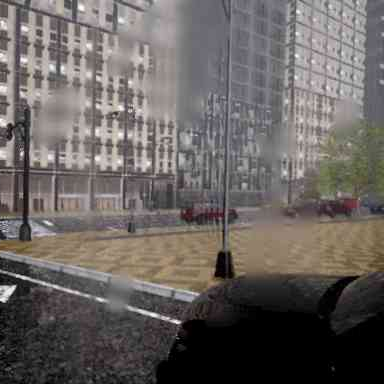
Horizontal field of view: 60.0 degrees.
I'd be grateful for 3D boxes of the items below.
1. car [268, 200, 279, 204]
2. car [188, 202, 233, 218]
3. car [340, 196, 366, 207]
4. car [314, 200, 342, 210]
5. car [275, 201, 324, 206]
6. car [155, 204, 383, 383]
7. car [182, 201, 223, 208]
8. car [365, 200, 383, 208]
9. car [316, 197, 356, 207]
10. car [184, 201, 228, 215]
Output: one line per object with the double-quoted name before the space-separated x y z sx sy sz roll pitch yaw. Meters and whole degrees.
"car" 10.792 1.762 42.877 4.829 1.417 1.752 1 1 -34
"car" 1.908 1.762 33.804 4.181 1.385 1.994 1 1 -34
"car" 21.722 1.632 47.257 5.566 2.045 2.150 1 1 -34
"car" 20.283 1.918 49.384 4.206 1.307 1.802 1 1 -34
"car" 10.707 1.952 33.270 4.507 1.381 1.887 1 1 -34
"car" 2.341 1.224 2.018 5.566 2.045 2.150 0 0 35
"car" 1.361 1.625 26.857 5.009 1.841 2.192 1 1 -34
"car" 24.735 2.121 42.884 4.313 1.339 1.947 1 1 -34
"car" 15.389 1.772 36.470 5.009 1.841 2.192 1 1 -34
"car" 1.579 1.691 36.565 4.403 1.369 2.008 1 1 -34
